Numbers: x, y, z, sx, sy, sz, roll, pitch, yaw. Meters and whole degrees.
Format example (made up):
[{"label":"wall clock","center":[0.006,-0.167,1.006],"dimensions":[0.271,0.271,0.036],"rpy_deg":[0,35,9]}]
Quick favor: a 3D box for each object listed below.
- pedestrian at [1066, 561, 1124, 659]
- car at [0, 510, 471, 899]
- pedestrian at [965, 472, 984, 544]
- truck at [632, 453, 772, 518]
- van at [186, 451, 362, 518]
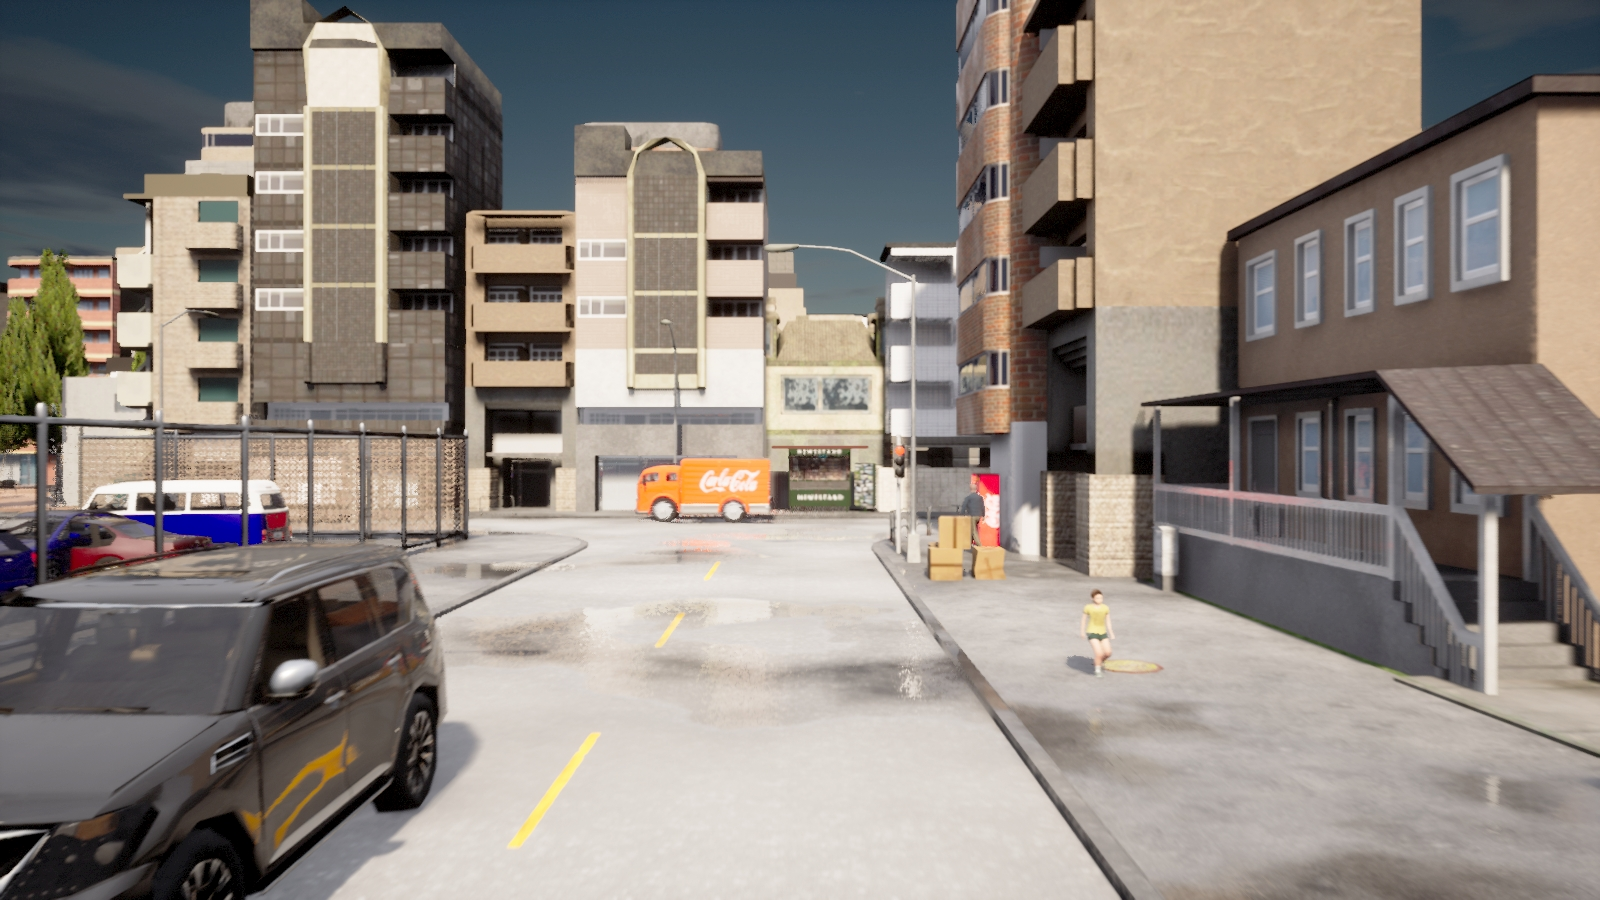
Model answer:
[{"label":"pedestrian","center":[3.532,1.905,13.704],"dimensions":[0.500,1.100,0.500],"rpy_deg":[0,0,-13]},{"label":"car","center":[-4.008,1.560,7.436],"dimensions":[2.150,2.045,5.566],"rpy_deg":[0,0,0]},{"label":"pedestrian","center":[4.551,1.516,29.825],"dimensions":[0.375,1.860,0.375],"rpy_deg":[0,0,-17]},{"label":"truck","center":[-3.729,1.348,44.443],"dimensions":[5.204,2.467,2.627],"rpy_deg":[0,0,0]},{"label":"van","center":[-20.378,1.314,44.418],"dimensions":[5.915,2.561,1.988],"rpy_deg":[0,0,0]}]
